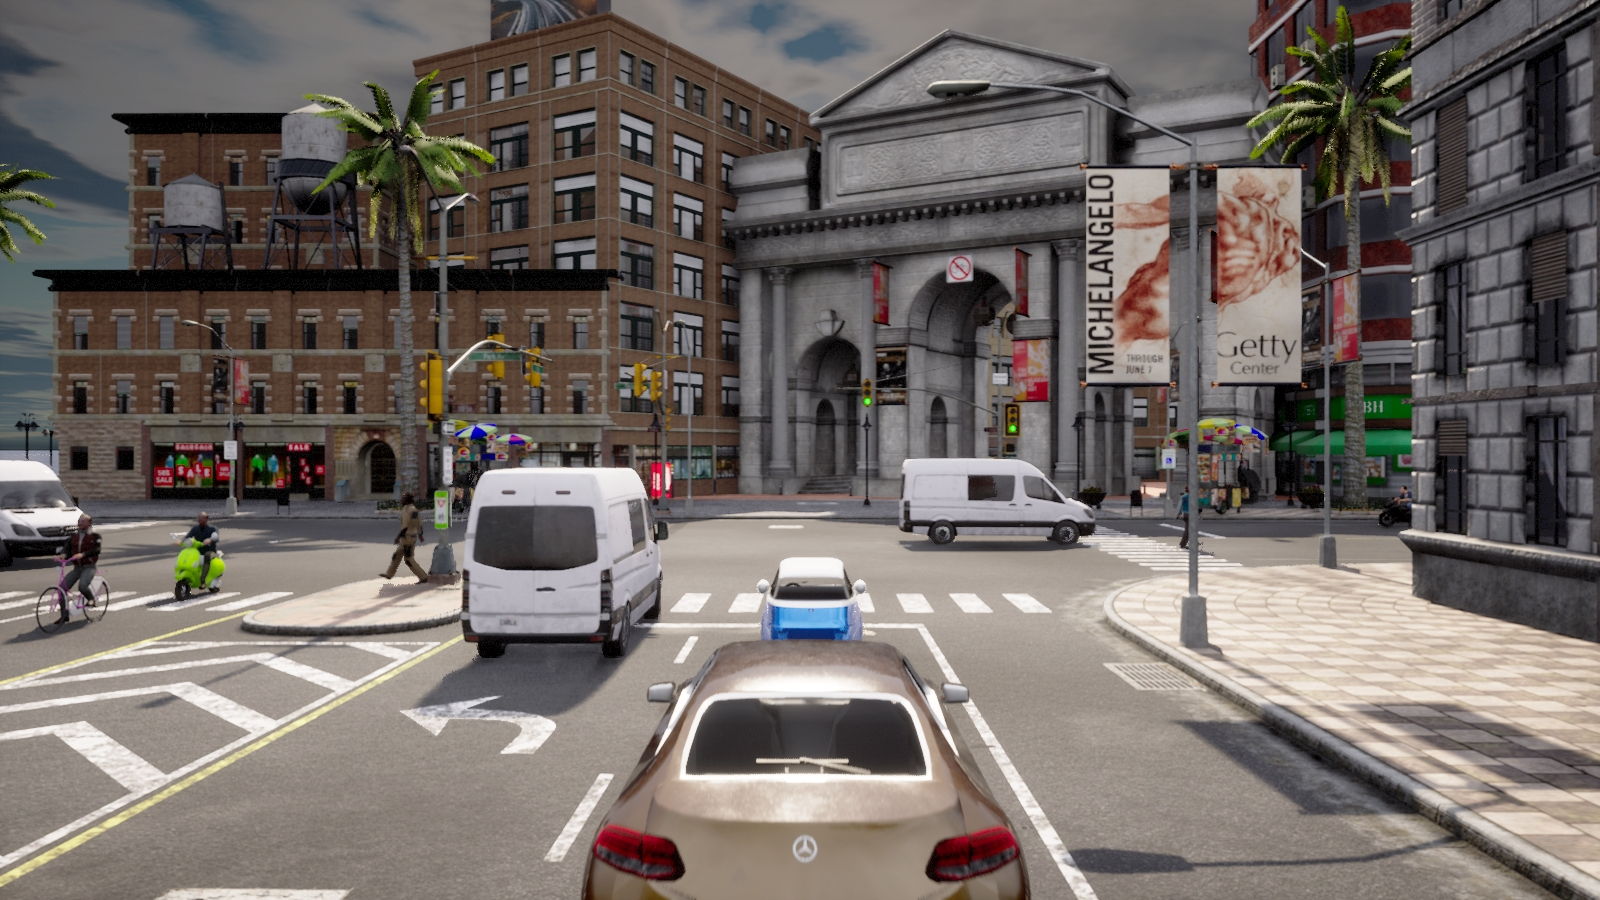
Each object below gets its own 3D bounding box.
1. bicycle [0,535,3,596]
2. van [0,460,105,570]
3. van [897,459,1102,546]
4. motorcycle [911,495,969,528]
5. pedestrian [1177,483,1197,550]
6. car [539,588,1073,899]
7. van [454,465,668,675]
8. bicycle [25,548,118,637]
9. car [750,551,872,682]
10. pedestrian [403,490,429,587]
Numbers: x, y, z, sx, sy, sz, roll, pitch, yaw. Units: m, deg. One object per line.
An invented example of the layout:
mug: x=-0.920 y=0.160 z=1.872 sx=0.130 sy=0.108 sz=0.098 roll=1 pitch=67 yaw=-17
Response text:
bicycle: x=-15.356 y=2.221 z=21.157 sx=0.329 sy=1.171 sz=1.835 roll=0 pitch=0 yaw=-13
van: x=-20.429 y=1.549 z=29.111 sx=5.915 sy=2.561 sz=1.988 roll=0 pitch=0 yaw=29
van: x=5.982 y=1.553 z=34.817 sx=5.915 sy=2.561 sz=1.988 roll=0 pitch=0 yaw=1
motorcycle: x=5.087 y=2.235 z=41.641 sx=2.033 sy=1.145 sz=0.803 roll=0 pitch=0 yaw=1
pedestrian: x=10.869 y=1.866 z=32.076 sx=0.375 sy=1.860 sz=0.375 roll=0 pitch=0 yaw=-21
car: x=0.049 y=1.997 z=7.123 sx=2.152 sy=1.651 sz=5.027 roll=0 pitch=0 yaw=1
van: x=-3.346 y=1.544 z=17.326 sx=1.988 sy=2.561 sz=5.915 roll=0 pitch=0 yaw=0
bicycle: x=-11.490 y=2.220 z=18.081 sx=0.329 sy=1.171 sz=1.835 roll=0 pitch=0 yaw=-1
car: x=0.152 y=2.128 z=15.016 sx=1.481 sy=1.376 sz=2.207 roll=0 pitch=1 yaw=1
pedestrian: x=-7.495 y=1.716 z=22.291 sx=0.375 sy=1.860 sz=0.375 roll=0 pitch=0 yaw=3
